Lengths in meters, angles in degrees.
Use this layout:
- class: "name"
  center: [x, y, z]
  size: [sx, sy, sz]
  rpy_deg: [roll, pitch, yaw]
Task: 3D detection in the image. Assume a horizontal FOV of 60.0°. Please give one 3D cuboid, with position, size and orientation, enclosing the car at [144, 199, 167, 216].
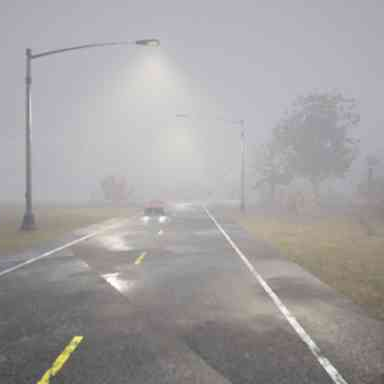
- class: "car"
  center: [-3.578, 1.453, 33.008]
  size: [1.882, 1.535, 5.008]
  rpy_deg: [0, 0, 0]
